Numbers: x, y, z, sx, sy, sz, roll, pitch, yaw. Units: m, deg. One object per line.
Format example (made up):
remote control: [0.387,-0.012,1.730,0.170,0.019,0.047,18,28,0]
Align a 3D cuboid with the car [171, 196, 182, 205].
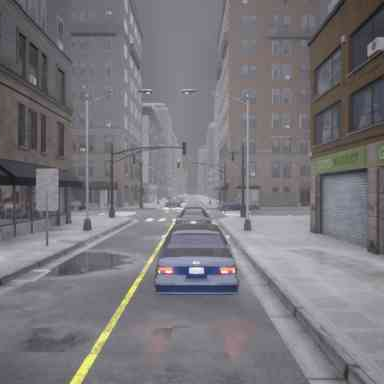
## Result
car: [-2.723,1.525,59.685,1.812,1.442,4.674,0,0,0]

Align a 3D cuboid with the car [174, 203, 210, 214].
car: [0.095,1.563,19.399,1.994,1.385,4.181,0,0,1]

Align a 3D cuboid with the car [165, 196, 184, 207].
car: [-2.785,1.351,49.885,2.097,1.767,4.553,0,0,1]

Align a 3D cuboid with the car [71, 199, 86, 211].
car: [-14.677,1.539,39.337,4.313,1.339,1.947,0,0,0]

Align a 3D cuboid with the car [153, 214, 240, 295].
car: [0.098,1.547,8.853,2.033,1.411,5.357,0,0,0]

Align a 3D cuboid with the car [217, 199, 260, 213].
car: [5.147,1.522,36.735,4.674,1.442,1.812,0,0,0]

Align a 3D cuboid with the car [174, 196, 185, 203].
car: [-2.628,1.527,70.756,2.128,1.511,4.902,0,0,0]
